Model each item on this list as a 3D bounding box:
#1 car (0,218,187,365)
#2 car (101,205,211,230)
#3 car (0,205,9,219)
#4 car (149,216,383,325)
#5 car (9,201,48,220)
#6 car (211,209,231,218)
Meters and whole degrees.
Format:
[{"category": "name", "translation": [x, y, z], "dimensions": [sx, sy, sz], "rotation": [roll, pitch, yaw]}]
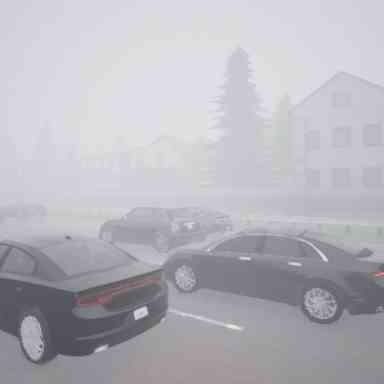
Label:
[{"category": "car", "translation": [-2.700, 1.473, 5.913], "dimensions": [5.008, 1.535, 1.882], "rotation": [0, 0, 36]}, {"category": "car", "translation": [-1.799, 1.344, 13.868], "dimensions": [4.553, 1.767, 2.097], "rotation": [0, 0, 35]}, {"category": "car", "translation": [-15.311, 1.330, 23.499], "dimensions": [4.553, 1.767, 2.097], "rotation": [0, 0, 35]}, {"category": "car", "translation": [1.567, 1.503, 7.167], "dimensions": [4.892, 1.490, 1.837], "rotation": [0, 0, 36]}, {"category": "car", "translation": [-13.508, 1.470, 26.512], "dimensions": [4.902, 1.511, 2.128], "rotation": [0, 0, 35]}, {"category": "car", "translation": [-0.262, 1.483, 17.071], "dimensions": [4.902, 1.511, 2.128], "rotation": [0, 0, 35]}]
